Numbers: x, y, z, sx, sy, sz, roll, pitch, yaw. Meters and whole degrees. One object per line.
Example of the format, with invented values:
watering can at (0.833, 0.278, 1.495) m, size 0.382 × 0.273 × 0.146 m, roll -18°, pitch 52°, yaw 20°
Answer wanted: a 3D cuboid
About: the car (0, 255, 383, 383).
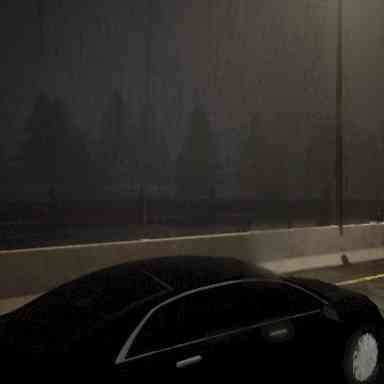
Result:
car at (0.265, 1.505, 3.731) m, size 4.892 × 1.490 × 1.837 m, roll 0°, pitch 0°, yaw -34°
